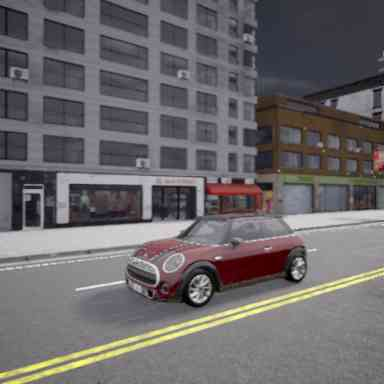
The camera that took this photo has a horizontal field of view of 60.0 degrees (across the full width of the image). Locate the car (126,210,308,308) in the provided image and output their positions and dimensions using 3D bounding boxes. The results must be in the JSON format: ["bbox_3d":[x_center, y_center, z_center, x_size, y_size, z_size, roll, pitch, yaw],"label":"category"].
[{"bbox_3d":[0.722,1.353,8.068,4.553,1.767,2.097,0,0,-35],"label":"car"}]
